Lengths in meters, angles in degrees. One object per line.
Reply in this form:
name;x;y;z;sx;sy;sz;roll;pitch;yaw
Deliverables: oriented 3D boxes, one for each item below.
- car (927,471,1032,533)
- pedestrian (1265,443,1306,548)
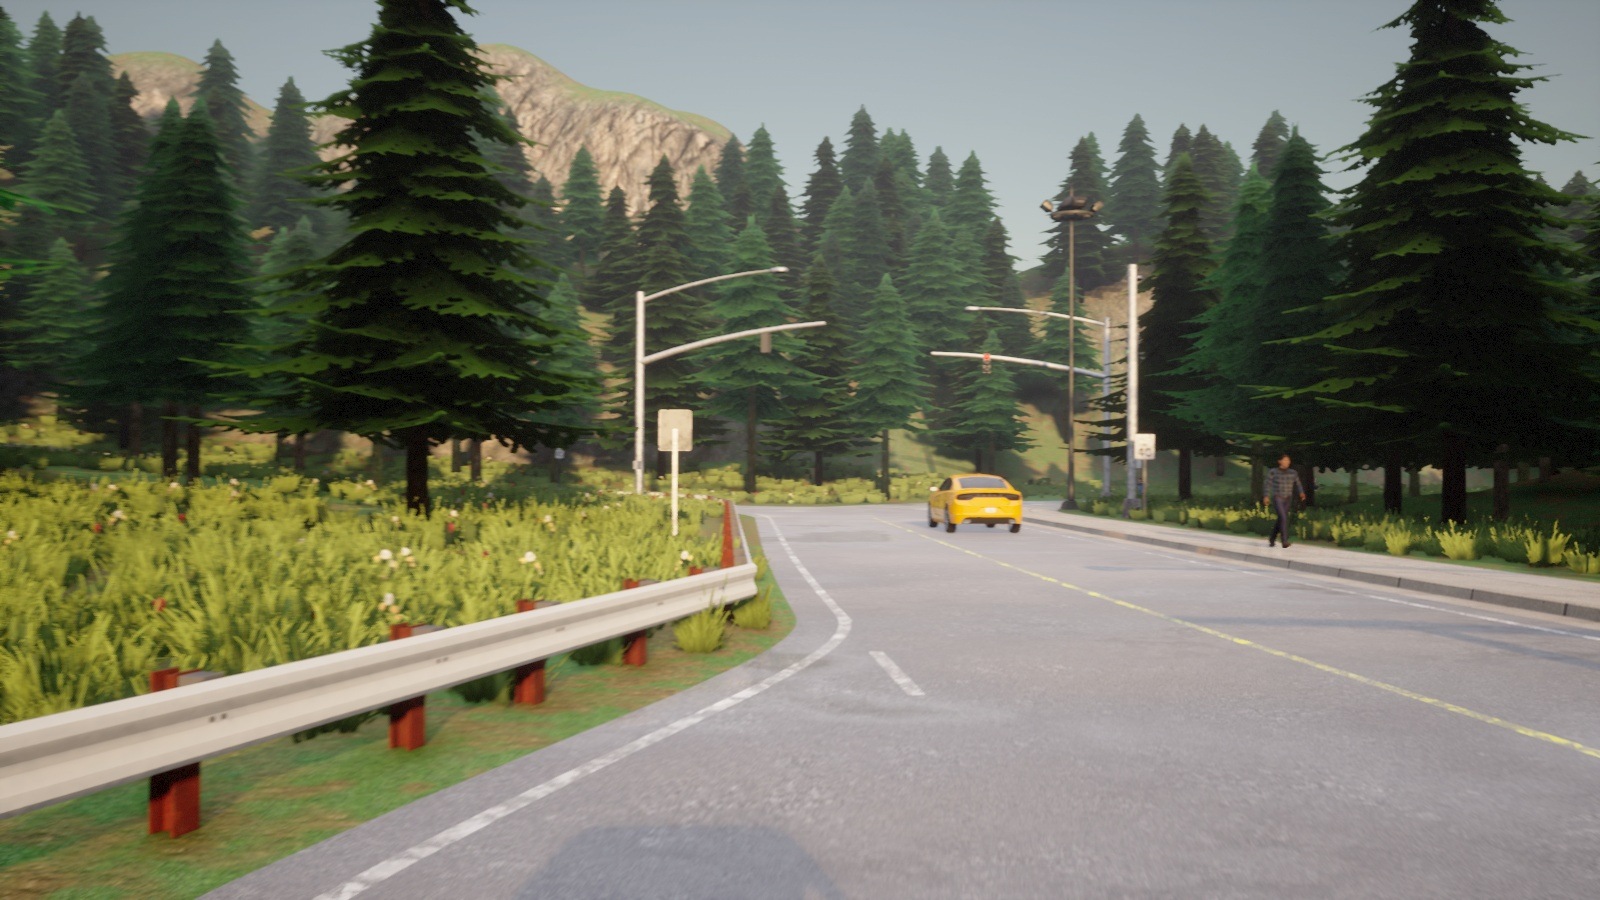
car;4.722;1.344;33.758;1.882;1.535;5.008;0;-1;-2
pedestrian;9.140;0.846;23.654;0.423;1.949;0.788;0;-1;-3
